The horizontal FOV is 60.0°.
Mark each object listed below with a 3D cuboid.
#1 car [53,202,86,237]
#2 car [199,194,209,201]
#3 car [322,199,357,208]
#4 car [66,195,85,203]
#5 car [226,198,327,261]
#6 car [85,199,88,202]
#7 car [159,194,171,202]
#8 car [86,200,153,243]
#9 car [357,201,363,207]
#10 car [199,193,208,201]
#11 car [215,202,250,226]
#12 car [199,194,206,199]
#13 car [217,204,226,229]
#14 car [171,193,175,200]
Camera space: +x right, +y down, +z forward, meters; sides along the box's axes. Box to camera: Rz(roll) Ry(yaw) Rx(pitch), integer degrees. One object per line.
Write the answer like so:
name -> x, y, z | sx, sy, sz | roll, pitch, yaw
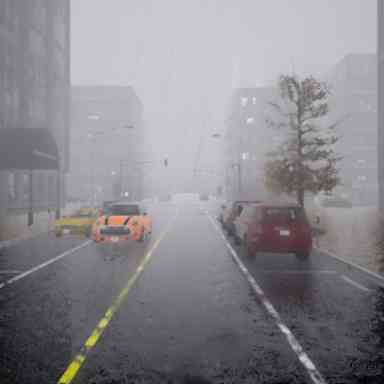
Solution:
car -> -5.681, 1.454, 17.461 | 1.752, 1.417, 4.829 | 1, 0, 0
car -> 2.701, 1.258, 72.225 | 1.887, 1.381, 4.507 | 1, 0, 0
car -> 20.849, 1.558, 47.915 | 4.097, 1.590, 1.967 | 1, -1, 0
car -> -17.250, 1.067, 47.591 | 4.507, 1.381, 1.887 | 1, -1, 0
car -> 2.701, 1.266, 12.068 | 2.192, 1.841, 5.009 | 1, 0, 0
car -> -5.680, 1.346, 23.190 | 1.967, 1.590, 4.097 | 1, 0, 0
car -> -5.679, 1.260, 66.546 | 1.752, 1.417, 4.829 | 1, 0, 0
car -> -3.098, 1.288, 15.574 | 2.097, 1.767, 4.553 | 0, 0, 0
car -> 26.260, 1.775, 56.268 | 4.829, 1.417, 1.752 | 1, -1, 0
car -> 2.702, 1.132, 77.748 | 1.967, 1.590, 4.097 | 1, 0, 0
car -> 2.699, 1.451, 23.189 | 1.887, 1.381, 4.507 | 1, 0, 0
car -> 2.701, 1.232, 88.796 | 1.802, 1.307, 4.206 | 1, 0, 0
car -> 2.701, 1.244, 17.628 | 2.192, 1.841, 5.009 | 1, 0, 0
car -> -5.680, 1.236, 77.763 | 1.887, 1.381, 4.507 | 1, 0, 0
